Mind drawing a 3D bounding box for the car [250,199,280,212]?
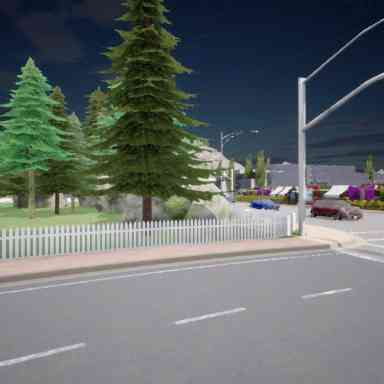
[{"bbox_3d":[8.649,1.533,39.748,1.882,1.535,5.008,0,0,-17],"label":"car"}]

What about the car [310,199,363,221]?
[{"bbox_3d":[12.110,1.407,28.100,2.097,1.767,4.553,0,0,-17],"label":"car"}]
